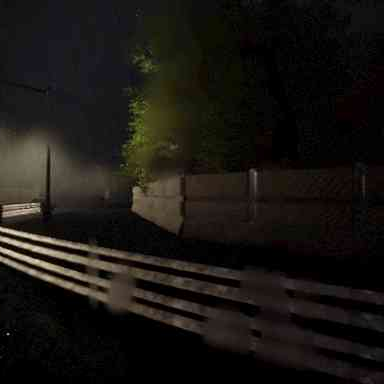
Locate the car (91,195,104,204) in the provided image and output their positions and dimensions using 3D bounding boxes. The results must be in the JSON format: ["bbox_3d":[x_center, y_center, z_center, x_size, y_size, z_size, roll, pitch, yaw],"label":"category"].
[{"bbox_3d":[-21.245,1.631,74.768,2.150,2.045,5.566,1,0,-5],"label":"car"}]

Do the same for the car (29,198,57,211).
[{"bbox_3d":[-18.272,1.529,41.056,2.097,1.767,4.553,1,0,-5],"label":"car"}]
